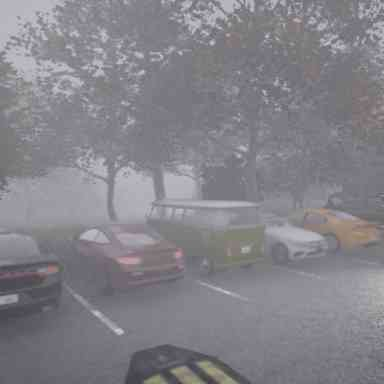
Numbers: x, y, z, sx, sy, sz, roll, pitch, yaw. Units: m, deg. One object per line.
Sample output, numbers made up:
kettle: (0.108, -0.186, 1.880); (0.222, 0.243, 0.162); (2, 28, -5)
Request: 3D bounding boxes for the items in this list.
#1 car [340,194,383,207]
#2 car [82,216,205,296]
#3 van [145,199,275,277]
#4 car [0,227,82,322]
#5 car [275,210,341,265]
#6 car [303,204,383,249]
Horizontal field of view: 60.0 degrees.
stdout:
car: (11.596, 1.122, 18.292); (2.435, 2.045, 5.566); (0, 0, -35)
car: (-1.952, 1.502, 8.665); (2.002, 1.452, 4.674); (0, 0, -35)
van: (0.131, 1.222, 10.296); (1.878, 1.987, 4.442); (0, 0, -35)
car: (-4.206, 1.477, 7.054); (2.097, 1.535, 5.008); (0, 0, -35)
car: (2.454, 1.473, 11.813); (2.002, 1.452, 4.674); (0, 0, -35)
car: (4.816, 1.418, 13.486); (2.097, 1.535, 5.008); (0, 0, -35)
